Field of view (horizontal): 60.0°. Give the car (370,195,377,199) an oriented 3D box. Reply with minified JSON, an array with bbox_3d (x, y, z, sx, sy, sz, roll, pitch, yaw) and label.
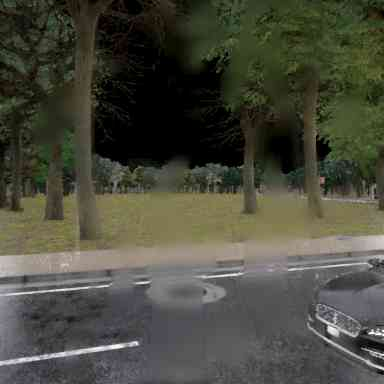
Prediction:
[{"bbox_3d":[41.258,1.232,73.973,2.128,1.511,4.902,0,0,5],"label":"car"}]

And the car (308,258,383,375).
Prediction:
[{"bbox_3d":[4.083,1.505,4.978,4.892,1.490,1.837,0,0,-19],"label":"car"}]

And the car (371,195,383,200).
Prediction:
[{"bbox_3d":[44.977,1.298,79.667,1.895,1.301,4.718,0,0,5],"label":"car"}]
